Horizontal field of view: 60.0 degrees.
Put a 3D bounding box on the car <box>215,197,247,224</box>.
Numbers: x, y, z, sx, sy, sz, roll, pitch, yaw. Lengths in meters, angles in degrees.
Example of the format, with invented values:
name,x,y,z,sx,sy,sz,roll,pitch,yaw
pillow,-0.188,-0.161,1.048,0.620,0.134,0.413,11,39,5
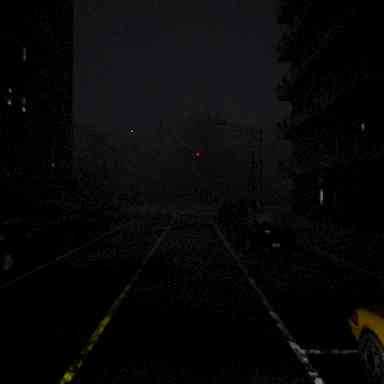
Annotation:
name,x,y,z,sx,sy,sz,roll,pitch,yaw
car,2.832,1.306,24.474,2.192,1.841,5.009,1,0,0

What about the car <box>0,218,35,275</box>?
name,x,y,z,sx,sy,sz,roll,pitch,yaw
car,-5.813,1.547,7.800,2.008,1.369,4.403,1,0,0

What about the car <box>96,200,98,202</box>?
name,x,y,z,sx,sy,sz,roll,pitch,yaw
car,-12.236,1.533,40.913,4.181,1.385,1.994,1,-1,1

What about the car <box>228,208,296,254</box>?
name,x,y,z,sx,sy,sz,roll,pitch,yaw
car,2.833,1.546,13.339,2.008,1.369,4.403,1,0,0

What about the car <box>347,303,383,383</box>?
name,x,y,z,sx,sy,sz,roll,pitch,yaw
car,2.836,1.525,2.372,1.752,1.417,4.829,1,0,0

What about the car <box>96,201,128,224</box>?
name,x,y,z,sx,sy,sz,roll,pitch,yaw
car,-5.818,1.572,24.505,1.802,1.307,4.206,1,0,0

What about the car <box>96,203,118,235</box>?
name,x,y,z,sx,sy,sz,roll,pitch,yaw
car,-5.816,1.558,18.937,1.947,1.339,4.313,1,0,0

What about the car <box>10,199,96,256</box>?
name,x,y,z,sx,sy,sz,roll,pitch,yaw
car,-5.811,1.309,13.368,2.192,1.841,5.009,1,0,0
